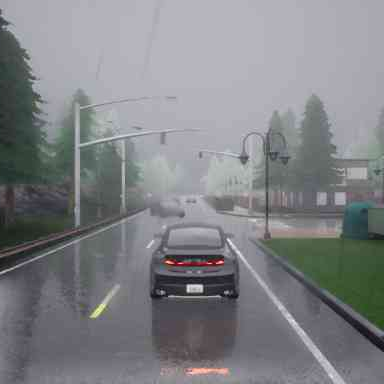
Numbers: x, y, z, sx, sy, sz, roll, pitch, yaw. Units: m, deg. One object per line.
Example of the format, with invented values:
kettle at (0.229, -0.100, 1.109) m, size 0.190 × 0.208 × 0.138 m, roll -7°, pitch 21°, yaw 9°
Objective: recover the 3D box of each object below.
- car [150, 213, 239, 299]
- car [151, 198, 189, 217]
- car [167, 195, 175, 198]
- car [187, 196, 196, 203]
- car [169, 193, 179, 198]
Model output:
car at (0.055, 1.505, 8.456) m, size 1.837 × 1.490 × 4.892 m, roll 0°, pitch 0°, yaw 0°
car at (-2.257, 1.528, 28.788) m, size 1.812 × 1.442 × 4.674 m, roll -1°, pitch 0°, yaw -24°
car at (-3.698, 1.526, 46.442) m, size 1.812 × 1.442 × 4.674 m, roll 0°, pitch 0°, yaw 0°
car at (-0.147, 1.564, 66.664) m, size 1.994 × 1.385 × 4.181 m, roll 0°, pitch 0°, yaw 0°
car at (-3.676, 1.223, 66.088) m, size 2.150 × 2.045 × 5.566 m, roll 0°, pitch 0°, yaw 0°
